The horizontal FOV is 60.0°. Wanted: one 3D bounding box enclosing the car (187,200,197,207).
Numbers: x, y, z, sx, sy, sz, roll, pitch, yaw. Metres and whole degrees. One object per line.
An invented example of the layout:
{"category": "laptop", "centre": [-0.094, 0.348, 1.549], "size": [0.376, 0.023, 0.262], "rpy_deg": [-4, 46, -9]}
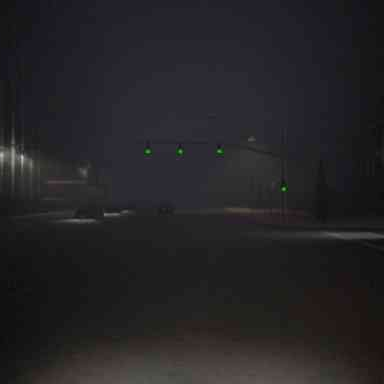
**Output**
{"category": "car", "centre": [-0.029, 2.500, 74.015], "size": [2.033, 1.411, 5.357], "rpy_deg": [0, -1, 0]}

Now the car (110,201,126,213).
{"category": "car", "centre": [-10.606, 2.146, 44.820], "size": [1.994, 1.385, 4.181], "rpy_deg": [0, -1, 0]}

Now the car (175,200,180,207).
{"category": "car", "centre": [-3.498, 2.454, 71.618], "size": [1.812, 1.442, 4.674], "rpy_deg": [0, -1, 0]}

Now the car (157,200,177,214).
{"category": "car", "centre": [-3.422, 2.134, 43.909], "size": [1.994, 1.385, 4.181], "rpy_deg": [0, -1, 0]}

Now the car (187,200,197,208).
{"category": "car", "centre": [0.074, 2.434, 64.221], "size": [1.895, 1.301, 4.718], "rpy_deg": [0, -1, 0]}

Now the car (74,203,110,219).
{"category": "car", "centre": [-10.600, 2.002, 34.947], "size": [2.033, 1.411, 5.357], "rpy_deg": [0, -1, 0]}

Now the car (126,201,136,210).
{"category": "car", "centre": [-10.590, 2.208, 55.185], "size": [2.128, 1.511, 4.902], "rpy_deg": [0, -1, 0]}

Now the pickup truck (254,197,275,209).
{"category": "pickup truck", "centre": [13.098, 1.828, 59.235], "size": [2.390, 2.098, 6.274], "rpy_deg": [0, -1, 30]}
